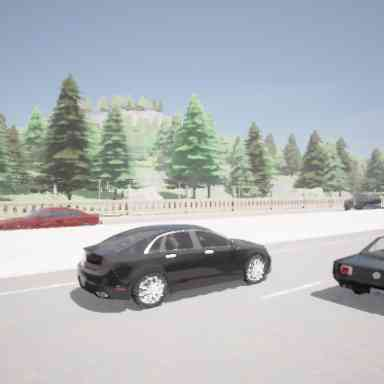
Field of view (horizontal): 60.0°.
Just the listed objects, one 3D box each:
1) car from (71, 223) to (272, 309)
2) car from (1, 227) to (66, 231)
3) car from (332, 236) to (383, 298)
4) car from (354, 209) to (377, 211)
[{"bbox_3d":[-0.167,1.513,7.924,4.892,1.490,1.837,0,0,-36],"label":"car"},{"bbox_3d":[-6.945,1.484,16.235,5.008,1.535,1.882,0,0,-35],"label":"car"},{"bbox_3d":[5.320,1.618,7.541,4.718,1.301,1.895,0,0,-36],"label":"car"},{"bbox_3d":[15.490,1.660,27.926,4.718,1.301,1.895,0,0,-35],"label":"car"}]
